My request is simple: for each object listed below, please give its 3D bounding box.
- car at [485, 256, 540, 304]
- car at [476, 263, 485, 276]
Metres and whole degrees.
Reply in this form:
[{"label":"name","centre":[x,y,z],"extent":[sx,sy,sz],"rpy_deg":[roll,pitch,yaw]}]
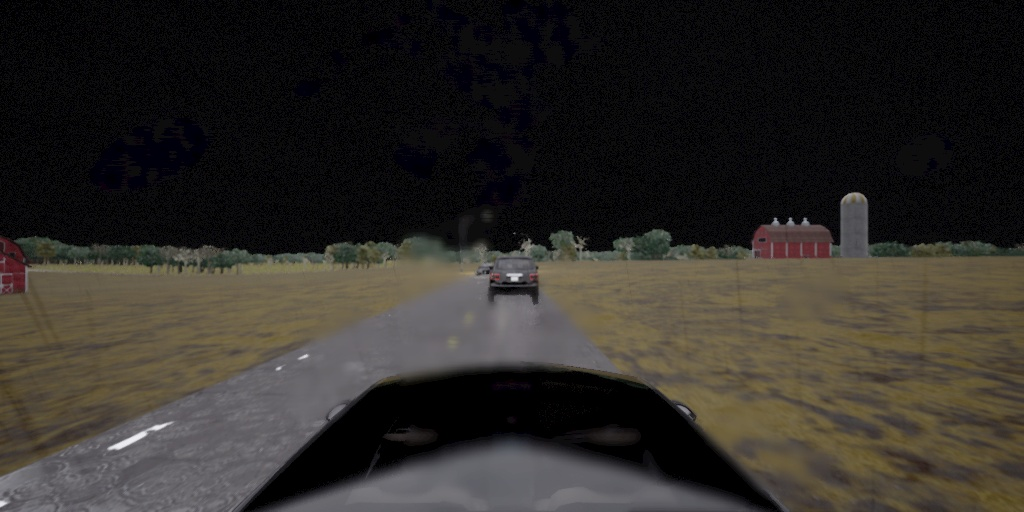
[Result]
[{"label":"car","centre":[0.106,1.021,16.891],"extent":[2.150,2.045,5.566],"rpy_deg":[0,0,0]},{"label":"car","centre":[-2.751,1.502,39.406],"extent":[1.994,1.385,4.181],"rpy_deg":[0,0,0]}]
